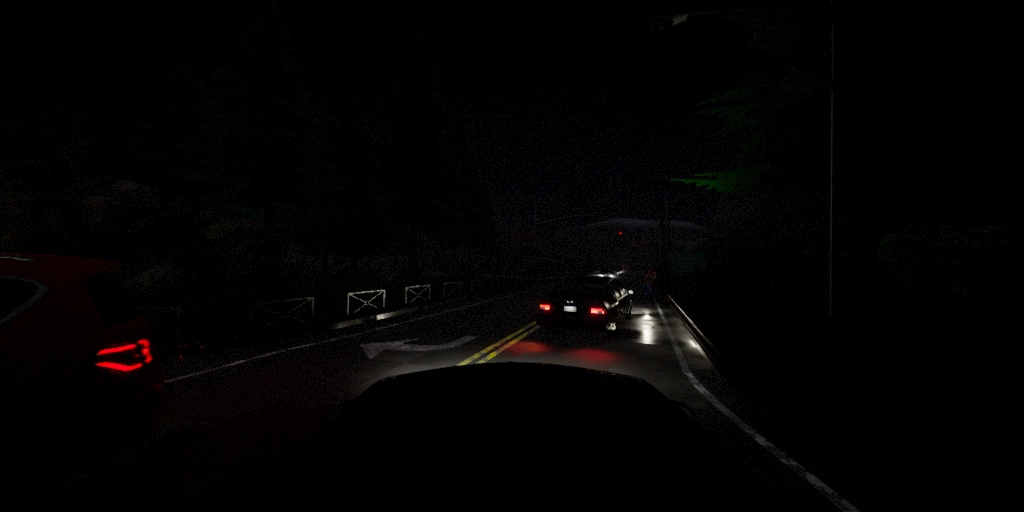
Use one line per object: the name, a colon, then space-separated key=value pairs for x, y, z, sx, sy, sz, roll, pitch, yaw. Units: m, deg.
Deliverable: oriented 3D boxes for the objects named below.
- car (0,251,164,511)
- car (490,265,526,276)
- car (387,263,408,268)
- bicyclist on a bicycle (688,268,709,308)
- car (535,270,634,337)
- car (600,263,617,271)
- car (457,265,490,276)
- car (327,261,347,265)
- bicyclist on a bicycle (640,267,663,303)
car: x=-5.385 y=0.910 z=1.571 sx=2.150 sy=2.045 sz=5.566 roll=2 pitch=-1 yaw=37
car: x=-0.843 y=1.851 z=46.839 sx=5.357 sy=1.411 sz=2.033 roll=1 pitch=-1 yaw=26
car: x=-14.727 y=1.621 z=48.159 sx=4.181 sy=1.385 sz=1.994 roll=1 pitch=-1 yaw=20
bicyclist on a bicycle: x=7.888 y=1.353 z=15.109 sx=1.656 sy=1.620 sz=0.582 roll=1 pitch=-1 yaw=-34
car: x=2.313 y=1.276 z=10.290 sx=2.033 sy=1.411 sz=5.357 roll=1 pitch=-1 yaw=24
car: x=14.377 y=2.127 z=54.282 sx=1.895 sy=1.301 sz=4.718 roll=1 pitch=-1 yaw=20
car: x=-5.331 y=1.755 z=44.752 sx=4.181 sy=1.385 sz=1.994 roll=1 pitch=-1 yaw=20
car: x=-24.494 y=1.468 z=51.999 sx=5.357 sy=1.411 sz=2.033 roll=1 pitch=-1 yaw=23
bicyclist on a bicycle: x=6.444 y=1.340 z=16.493 sx=1.656 sy=1.620 sz=0.582 roll=1 pitch=-1 yaw=-31
